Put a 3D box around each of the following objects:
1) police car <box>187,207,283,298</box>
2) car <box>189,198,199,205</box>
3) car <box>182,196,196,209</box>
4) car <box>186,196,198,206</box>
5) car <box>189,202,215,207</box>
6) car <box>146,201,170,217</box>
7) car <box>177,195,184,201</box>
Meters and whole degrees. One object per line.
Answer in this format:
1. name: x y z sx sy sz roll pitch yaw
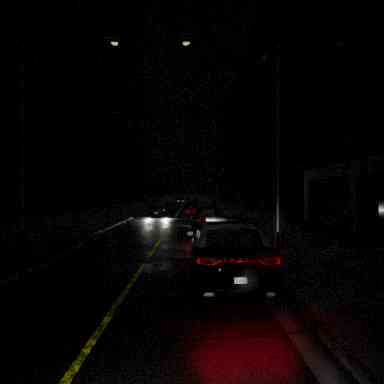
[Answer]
1. police car: 0.899 1.428 8.707 1.930 1.638 5.238 0 0 0
2. car: 0.897 1.490 24.598 1.882 1.535 5.008 0 0 0
3. car: 0.012 1.633 46.005 1.895 1.301 4.718 0 0 1
4. car: -0.007 1.521 58.733 1.882 1.535 5.008 0 0 0
5. car: 0.898 1.534 18.598 1.812 1.442 4.674 0 0 0
6. car: -3.104 1.543 31.086 1.812 1.442 4.674 0 0 0
7. car: -3.010 1.603 89.098 2.033 1.411 5.357 0 0 0
